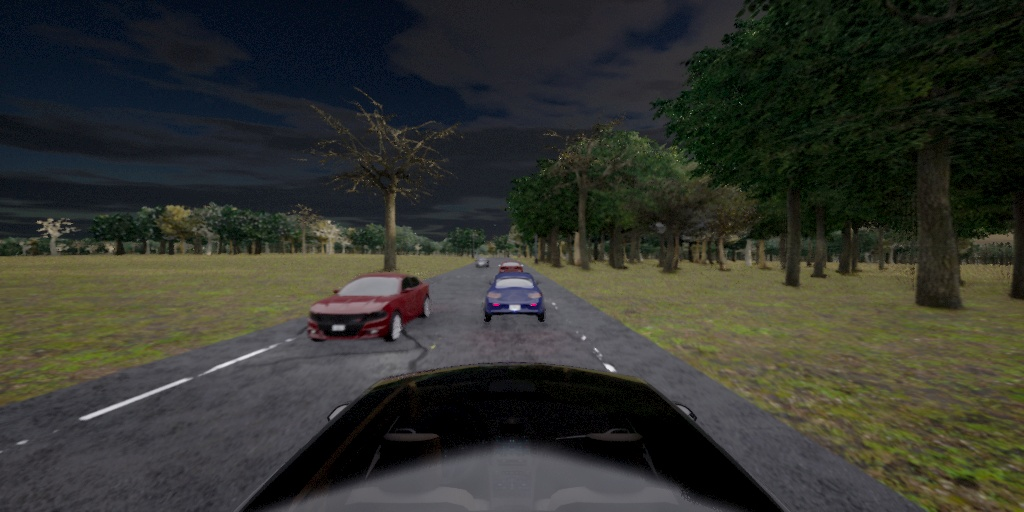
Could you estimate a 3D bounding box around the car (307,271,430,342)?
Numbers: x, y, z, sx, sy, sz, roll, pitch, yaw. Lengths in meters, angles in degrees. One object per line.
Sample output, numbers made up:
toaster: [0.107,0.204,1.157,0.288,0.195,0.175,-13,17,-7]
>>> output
car: [-3.622,1.215,9.966,1.882,1.535,5.008,0,0,0]

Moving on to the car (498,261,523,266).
car: [-0.088,1.112,29.228,1.882,1.535,5.008,0,0,-1]

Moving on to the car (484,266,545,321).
car: [0.067,1.256,12.262,1.812,1.442,4.674,0,0,0]

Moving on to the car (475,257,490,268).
car: [-4.152,0.909,50.629,2.128,1.511,4.902,0,1,-1]
